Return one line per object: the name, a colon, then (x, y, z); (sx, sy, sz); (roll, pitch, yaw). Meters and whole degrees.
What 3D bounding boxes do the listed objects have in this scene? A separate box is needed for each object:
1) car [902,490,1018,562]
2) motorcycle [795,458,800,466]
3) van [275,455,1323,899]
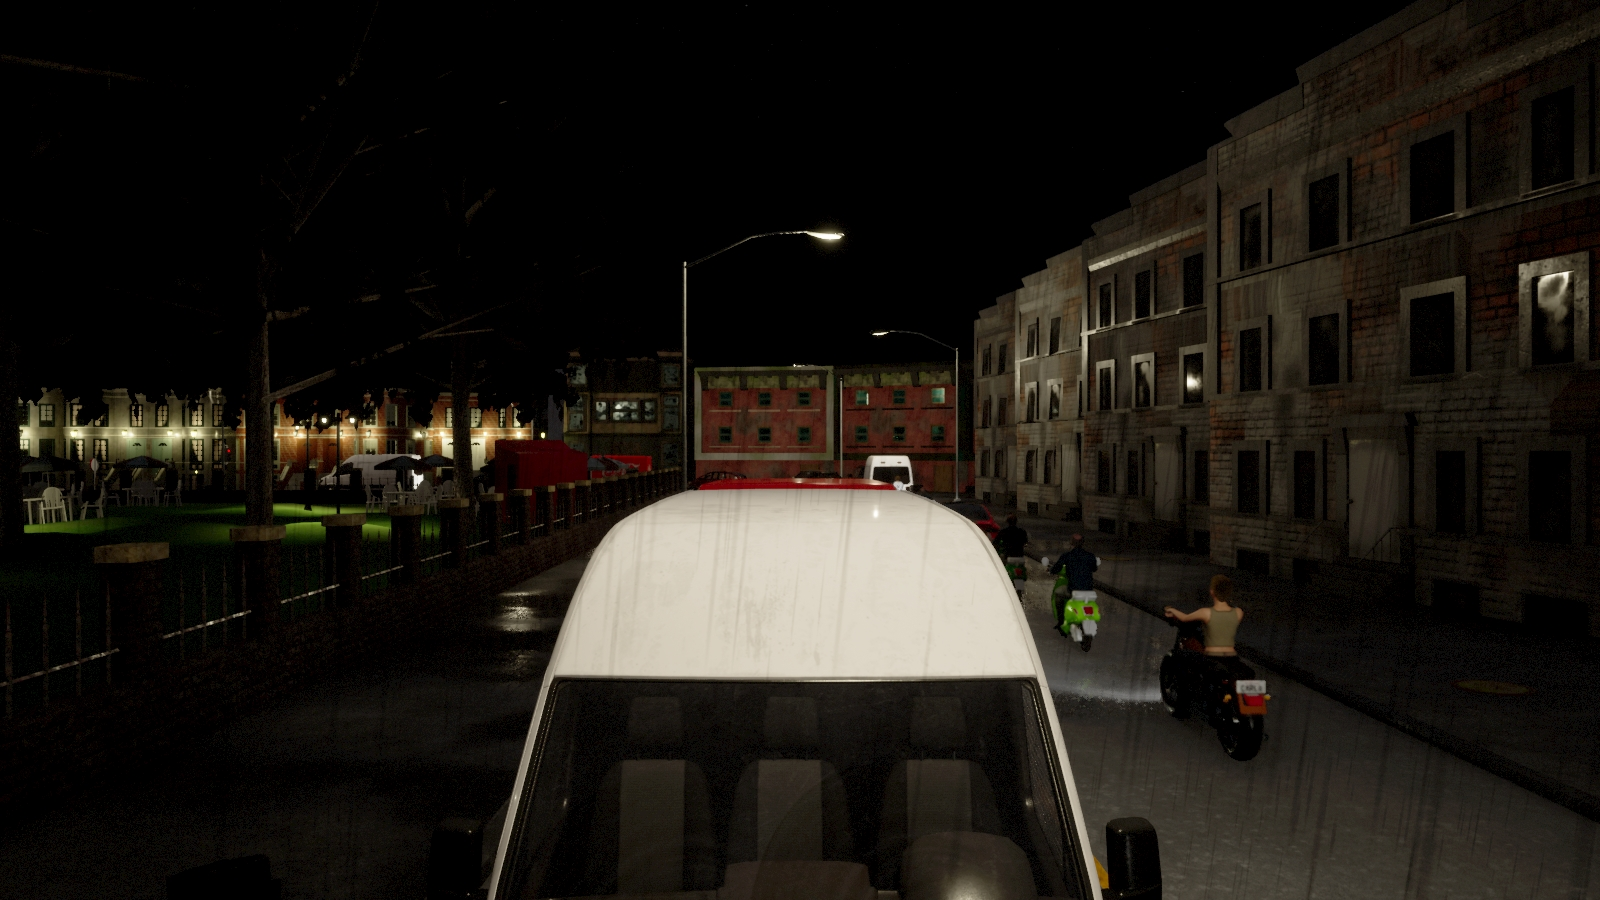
car: (3.914, 1.841, 28.860); (2.231, 1.480, 4.892); (0, 0, 0)
motorcycle: (-0.383, 1.962, 182.841); (0.856, 1.236, 1.805); (0, 0, 0)
van: (-0.006, 1.314, 5.127); (1.988, 2.561, 5.915); (0, 0, 0)
